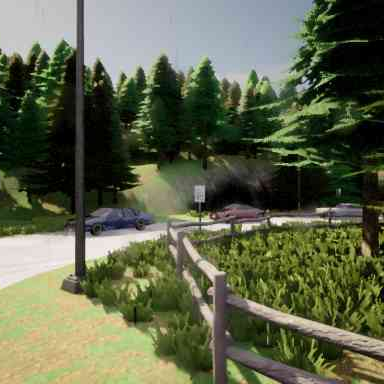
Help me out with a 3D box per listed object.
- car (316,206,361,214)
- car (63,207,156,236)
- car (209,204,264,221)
[{"bbox_3d":[12.925,1.628,28.116,4.718,1.301,1.895,0,0,-6],"label":"car"},{"bbox_3d":[-4.523,1.574,19.156,2.033,1.411,5.357,0,0,41],"label":"car"},{"bbox_3d":[3.410,1.591,25.208,4.181,1.385,1.994,0,0,-26],"label":"car"}]
